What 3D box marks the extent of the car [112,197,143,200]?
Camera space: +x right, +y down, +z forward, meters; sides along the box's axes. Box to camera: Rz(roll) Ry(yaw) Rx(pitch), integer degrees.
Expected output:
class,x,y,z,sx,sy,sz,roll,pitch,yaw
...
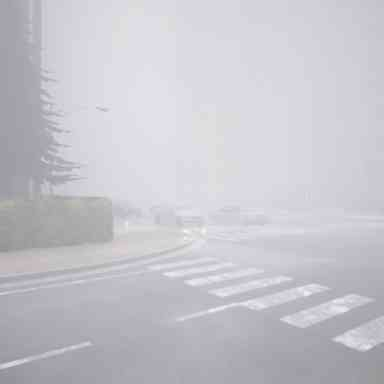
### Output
class,x,y,z,sx,sy,sz,roll,pitch,yaw
car,-8.292,1.599,39.773,2.033,1.411,5.357,0,0,-35

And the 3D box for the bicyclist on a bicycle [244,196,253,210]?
class,x,y,z,sx,sy,sz,roll,pitch,yaw
bicyclist on a bicycle,6.654,1.349,39.407,1.656,1.620,0.582,0,0,-35

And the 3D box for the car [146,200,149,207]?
class,x,y,z,sx,sy,sz,roll,pitch,yaw
car,-2.055,1.652,30.983,1.895,1.301,4.718,0,0,-35

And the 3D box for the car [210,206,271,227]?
class,x,y,z,sx,sy,sz,roll,pitch,yaw
car,3.265,1.652,23.523,1.895,1.301,4.718,0,0,-36

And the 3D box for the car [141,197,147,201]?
class,x,y,z,sx,sy,sz,roll,pitch,yaw
car,-8.589,1.527,52.397,1.882,1.535,5.008,0,0,-35

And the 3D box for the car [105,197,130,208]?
class,x,y,z,sx,sy,sz,roll,pitch,yaw
car,-11.311,1.528,50.186,1.882,1.535,5.008,0,0,-35

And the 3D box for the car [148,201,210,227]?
class,x,y,z,sx,sy,sz,roll,pitch,yaw
car,-1.052,1.578,23.549,1.812,1.442,4.674,0,0,-35

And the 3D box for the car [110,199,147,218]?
class,x,y,z,sx,sy,sz,roll,pitch,yaw
car,-6.336,1.653,30.964,1.895,1.301,4.718,0,0,-35
